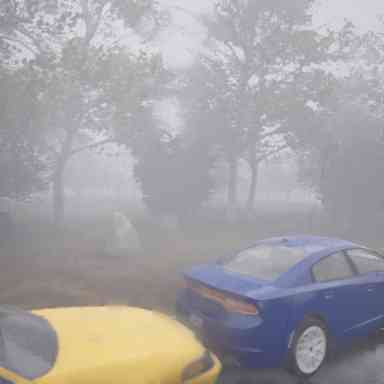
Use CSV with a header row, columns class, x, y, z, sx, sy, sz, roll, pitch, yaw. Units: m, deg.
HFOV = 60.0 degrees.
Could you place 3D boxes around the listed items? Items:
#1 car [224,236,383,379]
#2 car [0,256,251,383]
class,x,y,z,sx,sy,sz,roll,pitch,yaw
car,2.124,1.486,5.571,5.008,1.535,2.097,0,0,-33
car,-2.251,1.476,2.441,5.366,1.575,1.946,0,0,-33
